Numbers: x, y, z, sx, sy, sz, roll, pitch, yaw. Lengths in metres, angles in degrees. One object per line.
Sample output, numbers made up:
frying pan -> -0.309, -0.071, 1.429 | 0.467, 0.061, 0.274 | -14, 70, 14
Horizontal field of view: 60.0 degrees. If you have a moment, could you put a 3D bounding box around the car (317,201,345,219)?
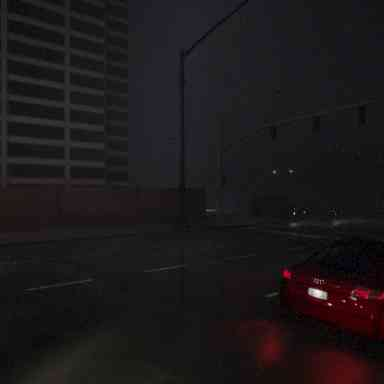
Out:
car -> 10.913, 1.505, 29.278 | 1.837, 1.490, 4.892 | 0, 0, -36

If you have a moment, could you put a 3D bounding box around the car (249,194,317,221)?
car -> 7.251, 1.221, 28.050 | 2.150, 2.045, 5.566 | 0, 0, -32

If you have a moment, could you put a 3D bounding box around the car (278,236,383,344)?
car -> 3.614, 1.564, 6.376 | 4.181, 1.385, 1.994 | 0, 0, -35

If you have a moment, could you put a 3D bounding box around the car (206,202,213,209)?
car -> 0.808, 1.564, 43.290 | 1.994, 1.385, 4.181 | 0, 0, -36
